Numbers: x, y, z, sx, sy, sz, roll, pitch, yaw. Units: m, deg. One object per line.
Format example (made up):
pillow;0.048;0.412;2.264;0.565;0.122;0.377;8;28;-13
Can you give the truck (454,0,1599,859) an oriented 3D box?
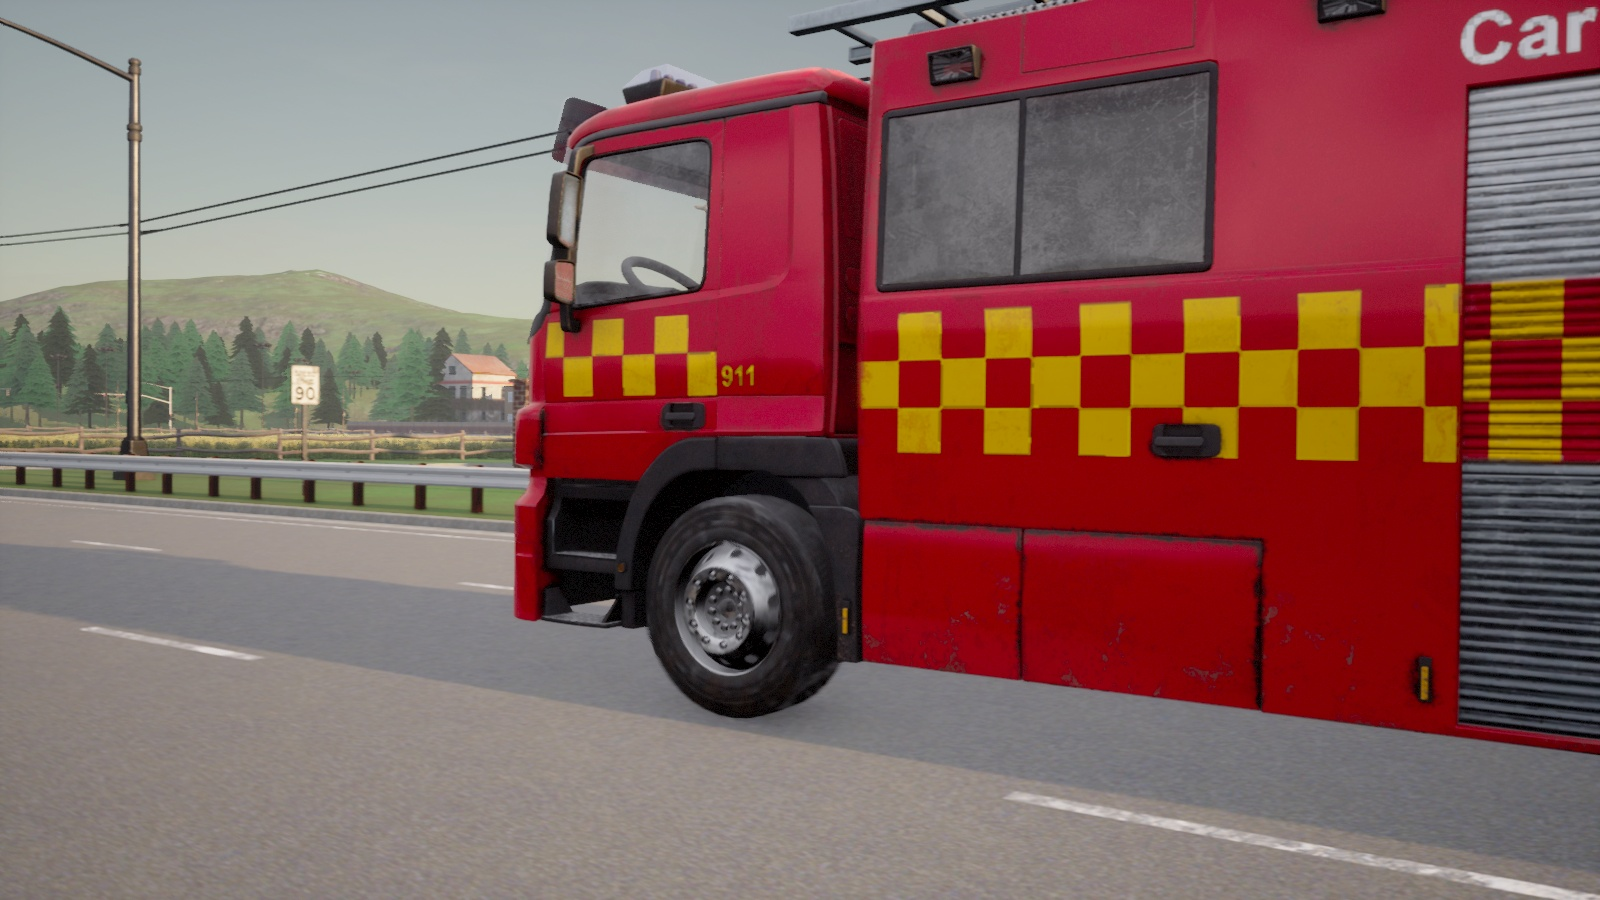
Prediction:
truck;2.308;-0.540;6.269;8.468;3.827;2.891;0;1;34
